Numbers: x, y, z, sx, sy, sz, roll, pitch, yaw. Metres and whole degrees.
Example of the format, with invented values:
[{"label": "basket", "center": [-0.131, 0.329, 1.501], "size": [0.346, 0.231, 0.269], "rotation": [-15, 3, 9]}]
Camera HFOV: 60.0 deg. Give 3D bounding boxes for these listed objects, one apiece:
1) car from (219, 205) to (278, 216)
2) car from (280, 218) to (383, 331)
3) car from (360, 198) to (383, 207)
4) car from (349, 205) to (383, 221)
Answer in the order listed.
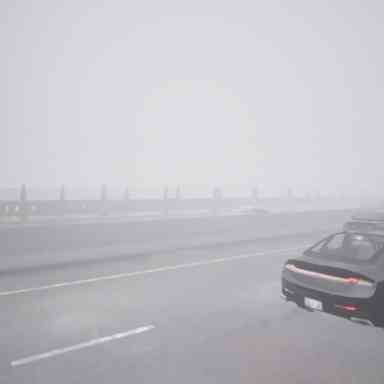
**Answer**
[{"label": "car", "center": [3.236, 1.526, 19.335], "size": [4.674, 1.442, 1.812], "rotation": [0, 0, -37]}, {"label": "car", "center": [3.819, 1.492, 6.508], "size": [4.902, 1.511, 2.128], "rotation": [0, 0, -36]}, {"label": "car", "center": [24.308, 1.548, 43.941], "size": [5.357, 1.411, 2.033], "rotation": [0, 0, -37]}, {"label": "car", "center": [8.320, 1.505, 14.172], "size": [4.892, 1.490, 1.837], "rotation": [0, 0, -37]}]
